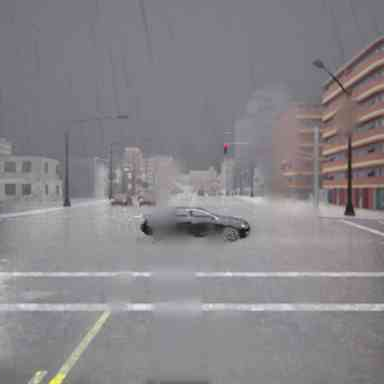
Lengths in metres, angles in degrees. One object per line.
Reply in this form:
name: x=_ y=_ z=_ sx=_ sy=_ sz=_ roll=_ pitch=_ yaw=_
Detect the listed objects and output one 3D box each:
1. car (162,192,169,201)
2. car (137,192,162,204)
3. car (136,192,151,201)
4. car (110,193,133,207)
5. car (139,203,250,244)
car: x=-5.187 y=0.801 z=60.083 sx=1.812 sy=1.442 sz=4.674 roll=0 pitch=1 yaw=2
car: x=-5.572 y=0.978 z=43.155 sx=2.097 sy=1.767 sz=4.553 roll=0 pitch=1 yaw=1
car: x=-8.684 y=0.782 z=60.071 sx=1.837 sy=1.490 sz=4.892 roll=0 pitch=1 yaw=2
car: x=-9.070 y=0.980 z=43.116 sx=2.097 sy=1.767 sz=4.553 roll=0 pitch=1 yaw=1
car: x=0.130 y=1.419 z=14.888 sx=4.902 sy=1.511 sz=2.128 roll=0 pitch=0 yaw=0
